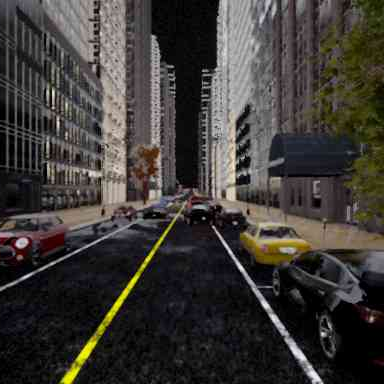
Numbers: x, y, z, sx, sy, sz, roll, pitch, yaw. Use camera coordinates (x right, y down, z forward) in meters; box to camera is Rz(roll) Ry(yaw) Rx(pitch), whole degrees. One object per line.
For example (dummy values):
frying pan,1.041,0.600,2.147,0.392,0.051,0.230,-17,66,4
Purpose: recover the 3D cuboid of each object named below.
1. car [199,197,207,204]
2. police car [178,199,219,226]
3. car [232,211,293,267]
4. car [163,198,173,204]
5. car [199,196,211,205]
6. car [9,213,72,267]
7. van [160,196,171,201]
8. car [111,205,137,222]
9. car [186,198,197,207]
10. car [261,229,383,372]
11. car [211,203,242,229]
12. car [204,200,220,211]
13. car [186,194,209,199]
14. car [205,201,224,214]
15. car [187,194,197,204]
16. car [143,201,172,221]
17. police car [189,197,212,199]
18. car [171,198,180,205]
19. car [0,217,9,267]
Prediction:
car,2.605,2.033,79.813,1.887,1.381,4.507,0,0,0
police car,0.431,1.588,25.125,1.930,1.638,5.238,0,0,-9
car,2.673,1.602,11.607,1.752,1.417,4.829,0,0,0
car,-5.775,2.039,79.807,2.008,1.369,4.403,0,0,0
car,2.616,1.740,68.418,2.192,1.841,5.009,0,0,0
car,-5.708,1.515,11.435,1.967,1.590,4.097,0,0,0
van,-5.765,1.766,68.414,1.690,1.788,3.998,0,0,0
car,-5.724,1.767,28.527,1.802,1.307,4.206,0,0,0
car,-0.061,1.906,60.611,1.812,1.442,4.674,0,0,0
car,2.679,1.605,5.739,1.947,1.339,4.313,0,0,0
car,2.662,1.699,22.832,2.008,1.369,4.403,0,0,0
car,2.640,1.836,45.624,1.887,1.381,4.507,0,0,0
car,0.519,1.486,41.107,2.150,2.045,5.566,0,0,-2
car,2.645,1.822,39.926,1.947,1.339,4.313,0,0,0
car,-0.077,1.561,75.643,2.150,2.045,5.566,0,0,0
car,-3.128,1.754,29.338,1.994,1.385,4.181,0,0,0
police car,0.864,1.653,35.226,1.930,1.638,5.238,0,0,0
car,-3.071,1.935,69.646,1.812,1.442,4.674,0,0,0
car,-5.703,1.354,5.738,2.192,1.841,5.009,0,0,0
